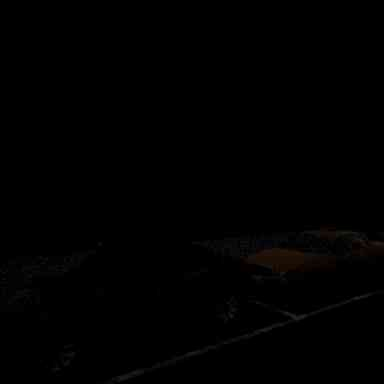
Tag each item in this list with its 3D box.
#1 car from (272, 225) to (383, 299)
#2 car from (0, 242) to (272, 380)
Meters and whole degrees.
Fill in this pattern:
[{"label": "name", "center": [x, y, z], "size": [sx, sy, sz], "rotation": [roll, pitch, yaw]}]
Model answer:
[{"label": "car", "center": [3.346, 1.576, 8.567], "size": [4.829, 1.417, 1.752], "rotation": [0, 0, -35]}, {"label": "car", "center": [-0.925, 1.582, 5.526], "size": [4.313, 1.339, 1.947], "rotation": [0, 0, -35]}]
